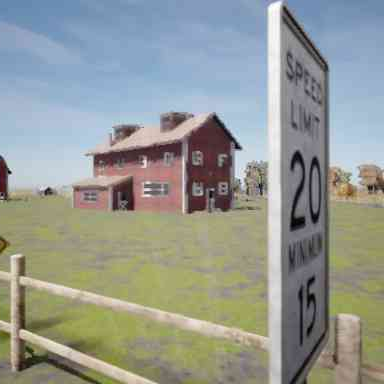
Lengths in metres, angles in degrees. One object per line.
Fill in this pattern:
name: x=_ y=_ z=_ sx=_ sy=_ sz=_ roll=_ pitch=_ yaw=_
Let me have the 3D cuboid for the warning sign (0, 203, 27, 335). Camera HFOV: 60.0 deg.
warning sign: x=-3.321 y=1.113 z=4.833 sx=1.060 sy=1.860 sz=1.300 roll=0 pitch=0 yaw=34
